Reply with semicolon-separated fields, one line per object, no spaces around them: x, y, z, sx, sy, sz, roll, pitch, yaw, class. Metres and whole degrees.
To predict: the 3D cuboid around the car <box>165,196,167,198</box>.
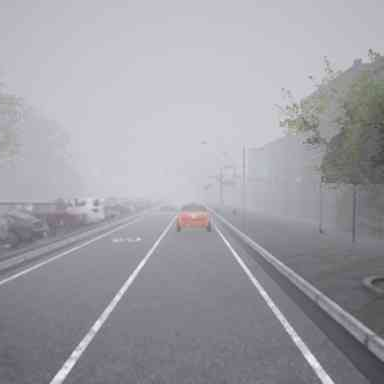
-8.892;2.259;76.218;4.892;1.521;2.231;0;-1;0;car

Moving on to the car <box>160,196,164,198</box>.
-8.860;1.874;65.009;5.566;2.045;2.435;0;-1;0;car

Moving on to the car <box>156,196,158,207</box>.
-8.852;1.934;59.401;4.553;1.767;2.185;0;-1;0;car

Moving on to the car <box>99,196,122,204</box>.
-21.962;2.159;89.607;5.566;2.045;2.435;0;-1;0;car

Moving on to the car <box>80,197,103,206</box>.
-22.006;2.094;72.950;4.553;1.767;2.185;0;-1;0;car

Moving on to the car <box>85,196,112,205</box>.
-22.009;2.033;78.504;5.566;2.045;2.435;0;-1;0;car

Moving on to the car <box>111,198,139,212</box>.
-9.048;1.792;36.975;5.366;1.575;1.946;0;-1;0;car

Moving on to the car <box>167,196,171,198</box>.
-8.878;2.106;84.631;5.566;2.045;2.435;0;-1;0;car

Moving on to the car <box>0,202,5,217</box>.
-21.937;1.800;33.831;4.674;1.452;2.002;0;-1;0;car

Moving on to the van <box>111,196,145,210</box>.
-8.751;1.635;42.584;4.442;1.987;1.878;0;-1;0;van

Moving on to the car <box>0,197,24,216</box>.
-21.913;1.541;36.742;5.566;2.045;2.435;0;-1;0;car

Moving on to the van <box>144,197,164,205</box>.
-9.018;2.065;79.024;4.442;1.987;1.878;0;-1;0;van

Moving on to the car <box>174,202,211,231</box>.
0.109;1.533;22.054;2.097;1.767;4.553;0;0;0;car

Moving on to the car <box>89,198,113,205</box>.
-22.169;2.314;81.277;5.366;1.575;1.946;0;-1;0;car

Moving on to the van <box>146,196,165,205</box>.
-9.020;2.098;81.827;4.442;1.987;1.878;0;-1;0;van

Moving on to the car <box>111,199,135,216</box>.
-8.855;1.763;34.175;5.008;1.535;2.097;0;-1;0;car

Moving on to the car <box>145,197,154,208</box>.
-8.870;1.960;50.990;5.008;1.535;2.097;0;-1;0;car

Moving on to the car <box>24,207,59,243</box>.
-8.837;1.585;14.553;4.892;1.521;2.231;0;0;0;car

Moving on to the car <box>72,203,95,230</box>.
-8.842;1.632;20.159;5.008;1.535;2.097;0;0;0;car

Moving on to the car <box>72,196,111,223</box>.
-8.878;1.405;22.965;5.566;2.045;2.435;0;0;0;car

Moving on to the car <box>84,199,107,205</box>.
-21.949;2.282;75.725;4.792;1.488;2.163;0;-1;0;car

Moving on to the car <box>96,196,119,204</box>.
-22.016;2.132;86.830;5.566;2.045;2.435;0;-1;0;car

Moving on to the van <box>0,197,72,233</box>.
-8.961;1.382;17.357;4.442;1.987;1.878;0;0;0;van

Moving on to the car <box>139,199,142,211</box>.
-8.894;1.858;39.777;4.792;1.488;2.163;0;-1;0;car

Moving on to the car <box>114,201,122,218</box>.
-8.826;1.736;28.567;4.792;1.488;2.163;0;-1;0;car

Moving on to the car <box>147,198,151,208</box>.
-8.844;1.957;48.187;4.792;1.488;2.163;0;-1;0;car

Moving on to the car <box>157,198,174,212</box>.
-3.313;1.954;45.898;1.812;1.442;4.674;0;-1;0;car

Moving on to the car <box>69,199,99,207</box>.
-21.785;2.151;67.399;5.366;1.575;1.946;0;-1;0;car

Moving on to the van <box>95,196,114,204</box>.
-22.102;2.124;84.054;4.442;1.987;1.878;0;-1;0;van

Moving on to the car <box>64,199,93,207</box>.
-21.973;2.122;64.622;4.892;1.521;2.231;0;-1;0;car

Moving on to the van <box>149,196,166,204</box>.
-9.025;2.164;87.431;4.442;1.987;1.878;0;-1;0;van

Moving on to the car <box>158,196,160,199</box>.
-8.854;1.967;62.204;4.553;1.767;2.185;0;-1;0;car

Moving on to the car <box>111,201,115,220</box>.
-8.848;1.681;25.770;4.892;1.521;2.231;0;-1;0;car

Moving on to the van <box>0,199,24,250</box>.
-8.726;1.334;11.751;4.442;1.987;1.878;0;0;0;van

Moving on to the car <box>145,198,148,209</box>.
-8.841;1.924;45.384;4.792;1.488;2.163;0;-1;0;car

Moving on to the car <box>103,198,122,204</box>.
-22.021;2.466;92.379;4.792;1.488;2.163;0;-1;0;car

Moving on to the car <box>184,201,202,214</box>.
0.118;1.925;41.549;2.033;1.411;5.357;0;-1;0;car

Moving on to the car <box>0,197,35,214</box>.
-21.916;1.572;39.404;5.566;2.045;2.435;0;-1;0;car

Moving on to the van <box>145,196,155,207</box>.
-8.761;1.768;53.796;4.442;1.987;1.878;0;-1;0;van
